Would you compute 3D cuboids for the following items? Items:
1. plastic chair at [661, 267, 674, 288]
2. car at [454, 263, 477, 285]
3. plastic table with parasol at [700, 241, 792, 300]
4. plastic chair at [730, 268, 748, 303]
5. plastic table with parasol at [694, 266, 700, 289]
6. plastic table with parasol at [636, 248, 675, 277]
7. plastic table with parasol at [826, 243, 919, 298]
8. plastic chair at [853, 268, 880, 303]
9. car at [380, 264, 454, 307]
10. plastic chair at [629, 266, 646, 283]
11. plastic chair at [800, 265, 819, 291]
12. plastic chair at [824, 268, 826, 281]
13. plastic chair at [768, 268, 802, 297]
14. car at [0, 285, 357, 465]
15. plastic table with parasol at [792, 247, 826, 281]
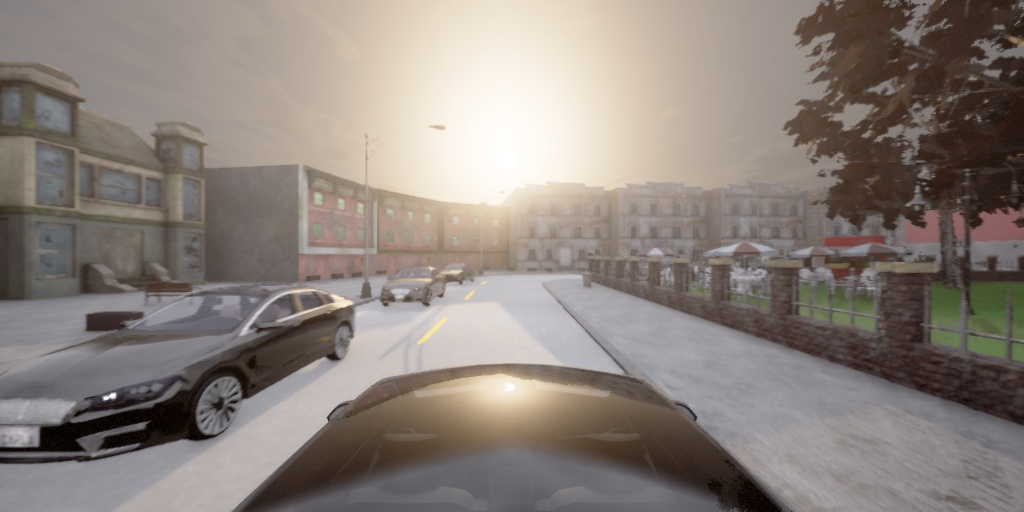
[{"bbox_3d":[9.331,1.299,21.831,0.750,1.272,0.730,0,0,5],"label":"plastic chair"},{"bbox_3d":[-3.969,1.251,26.178,2.033,1.411,5.357,0,0,9],"label":"car"},{"bbox_3d":[10.050,0.604,15.462,2.482,2.480,2.482,0,0,-38],"label":"plastic table with parasol"},{"bbox_3d":[9.064,1.244,14.738,0.730,1.272,0.750,0,0,-40],"label":"plastic chair"},{"bbox_3d":[11.666,0.669,19.511,2.482,2.480,2.482,0,0,-40],"label":"plastic table with parasol"},{"bbox_3d":[9.261,0.694,23.159,2.482,2.480,2.482,0,0,0],"label":"plastic table with parasol"},{"bbox_3d":[15.981,0.647,15.919,2.482,2.480,2.482,0,0,-38],"label":"plastic table with parasol"},{"bbox_3d":[15.145,1.270,15.187,0.730,1.272,0.750,0,0,-39],"label":"plastic chair"},{"bbox_3d":[-4.090,1.215,15.515,2.128,1.511,4.902,0,0,0],"label":"car"},{"bbox_3d":[7.999,1.298,23.250,0.730,1.272,0.750,0,0,0],"label":"plastic chair"},{"bbox_3d":[16.407,1.304,19.993,0.730,1.272,0.750,0,0,-40],"label":"plastic chair"},{"bbox_3d":[15.443,1.284,16.945,0.750,1.272,0.730,0,0,-38],"label":"plastic chair"},{"bbox_3d":[10.995,1.243,14.448,0.750,1.272,0.730,0,0,-32],"label":"plastic chair"},{"bbox_3d":[-4.101,1.235,5.424,2.128,1.511,4.902,0,0,0],"label":"car"},{"bbox_3d":[17.438,0.698,20.737,2.482,2.480,2.482,0,0,-40],"label":"plastic table with parasol"}]
